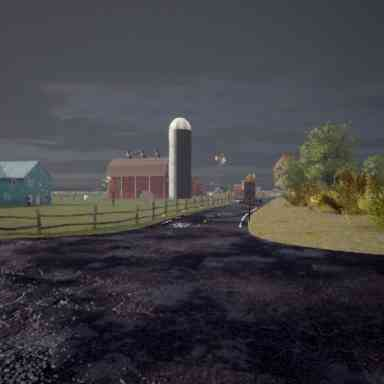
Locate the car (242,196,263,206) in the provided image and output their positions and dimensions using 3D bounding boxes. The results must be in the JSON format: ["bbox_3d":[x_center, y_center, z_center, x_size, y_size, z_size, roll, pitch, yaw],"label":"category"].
[{"bbox_3d":[10.256,1.483,55.899,2.128,1.511,4.902,0,0,15],"label":"car"}]

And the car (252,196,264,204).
[{"bbox_3d":[13.040,1.568,65.944,1.994,1.385,4.181,0,0,15],"label":"car"}]

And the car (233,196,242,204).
[{"bbox_3d":[8.721,1.479,60.655,2.128,1.511,4.902,0,0,15],"label":"car"}]
